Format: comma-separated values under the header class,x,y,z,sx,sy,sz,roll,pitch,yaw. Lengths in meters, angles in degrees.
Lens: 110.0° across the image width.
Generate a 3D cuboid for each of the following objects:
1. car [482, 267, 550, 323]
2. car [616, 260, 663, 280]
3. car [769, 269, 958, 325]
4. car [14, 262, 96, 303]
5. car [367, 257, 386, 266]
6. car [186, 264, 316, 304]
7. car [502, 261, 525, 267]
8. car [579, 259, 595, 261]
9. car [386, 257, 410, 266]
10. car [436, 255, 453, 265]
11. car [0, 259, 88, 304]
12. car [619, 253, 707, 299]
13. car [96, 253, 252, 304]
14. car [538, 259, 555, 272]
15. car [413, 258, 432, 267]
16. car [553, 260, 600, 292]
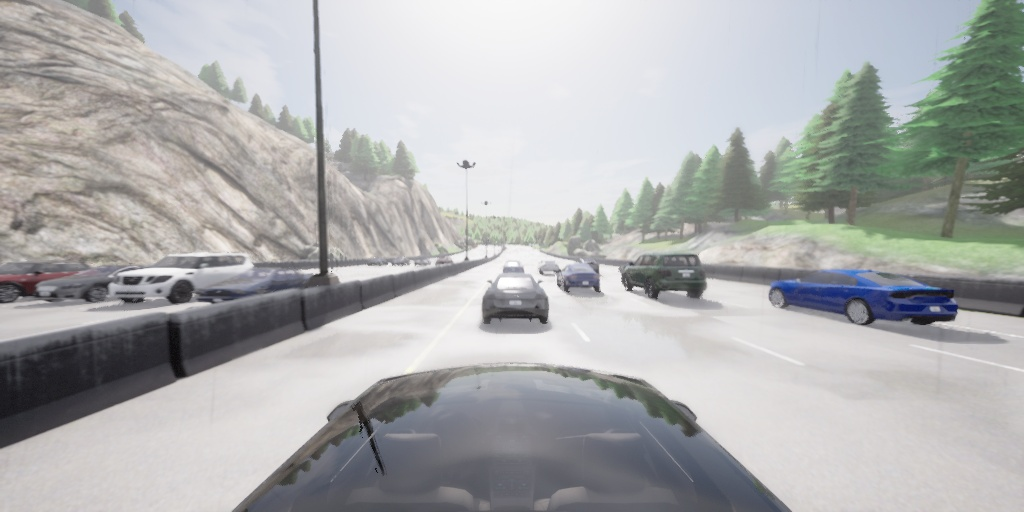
class,x,y,z,sx,sy,sz,roll,pitch,yaw
car,0.098,1.241,11.850,1.994,1.385,4.181,0,0,0
car,10.606,1.092,30.243,2.033,1.411,5.357,0,0,0
car,10.599,1.157,11.454,1.882,1.535,5.008,0,0,0
car,-17.596,1.140,15.958,2.128,1.511,4.902,0,0,0
car,-21.036,0.923,56.125,1.994,1.385,4.181,0,0,1
car,-10.597,1.198,15.569,2.033,1.411,5.357,0,0,0
car,0.105,1.093,30.215,2.033,1.411,5.357,0,0,0
car,7.106,1.005,34.584,2.128,1.511,4.902,0,0,0
car,-17.543,0.849,56.493,2.128,1.511,4.902,0,0,1
car,-10.548,0.711,56.253,2.097,1.767,4.553,0,0,0
car,-21.096,1.002,15.682,2.097,1.767,4.553,0,0,0
car,7.103,0.859,17.290,2.150,2.045,5.566,0,0,0
car,-14.097,0.870,15.955,2.150,2.045,5.566,0,0,0
car,3.606,1.032,35.589,1.812,1.442,4.674,0,0,0
car,-14.043,0.957,56.528,1.895,1.301,4.718,0,0,1
car,3.603,1.145,19.849,1.812,1.442,4.674,0,0,0
